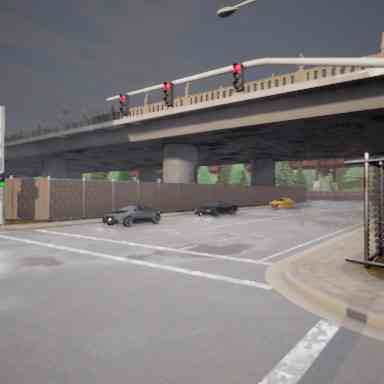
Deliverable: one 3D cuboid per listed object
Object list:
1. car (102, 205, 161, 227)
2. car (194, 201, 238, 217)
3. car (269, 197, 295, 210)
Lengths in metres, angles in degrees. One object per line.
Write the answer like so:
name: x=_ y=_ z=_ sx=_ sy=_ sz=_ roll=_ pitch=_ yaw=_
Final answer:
car: x=-4.096 y=1.599 z=23.064 sx=1.994 sy=1.385 sz=4.181 roll=0 pitch=0 yaw=37
car: x=2.418 y=1.573 z=31.583 sx=2.033 sy=1.411 sz=5.357 roll=0 pitch=0 yaw=37
car: x=11.937 y=1.490 z=43.984 sx=1.882 sy=1.535 sz=5.008 roll=0 pitch=0 yaw=38
